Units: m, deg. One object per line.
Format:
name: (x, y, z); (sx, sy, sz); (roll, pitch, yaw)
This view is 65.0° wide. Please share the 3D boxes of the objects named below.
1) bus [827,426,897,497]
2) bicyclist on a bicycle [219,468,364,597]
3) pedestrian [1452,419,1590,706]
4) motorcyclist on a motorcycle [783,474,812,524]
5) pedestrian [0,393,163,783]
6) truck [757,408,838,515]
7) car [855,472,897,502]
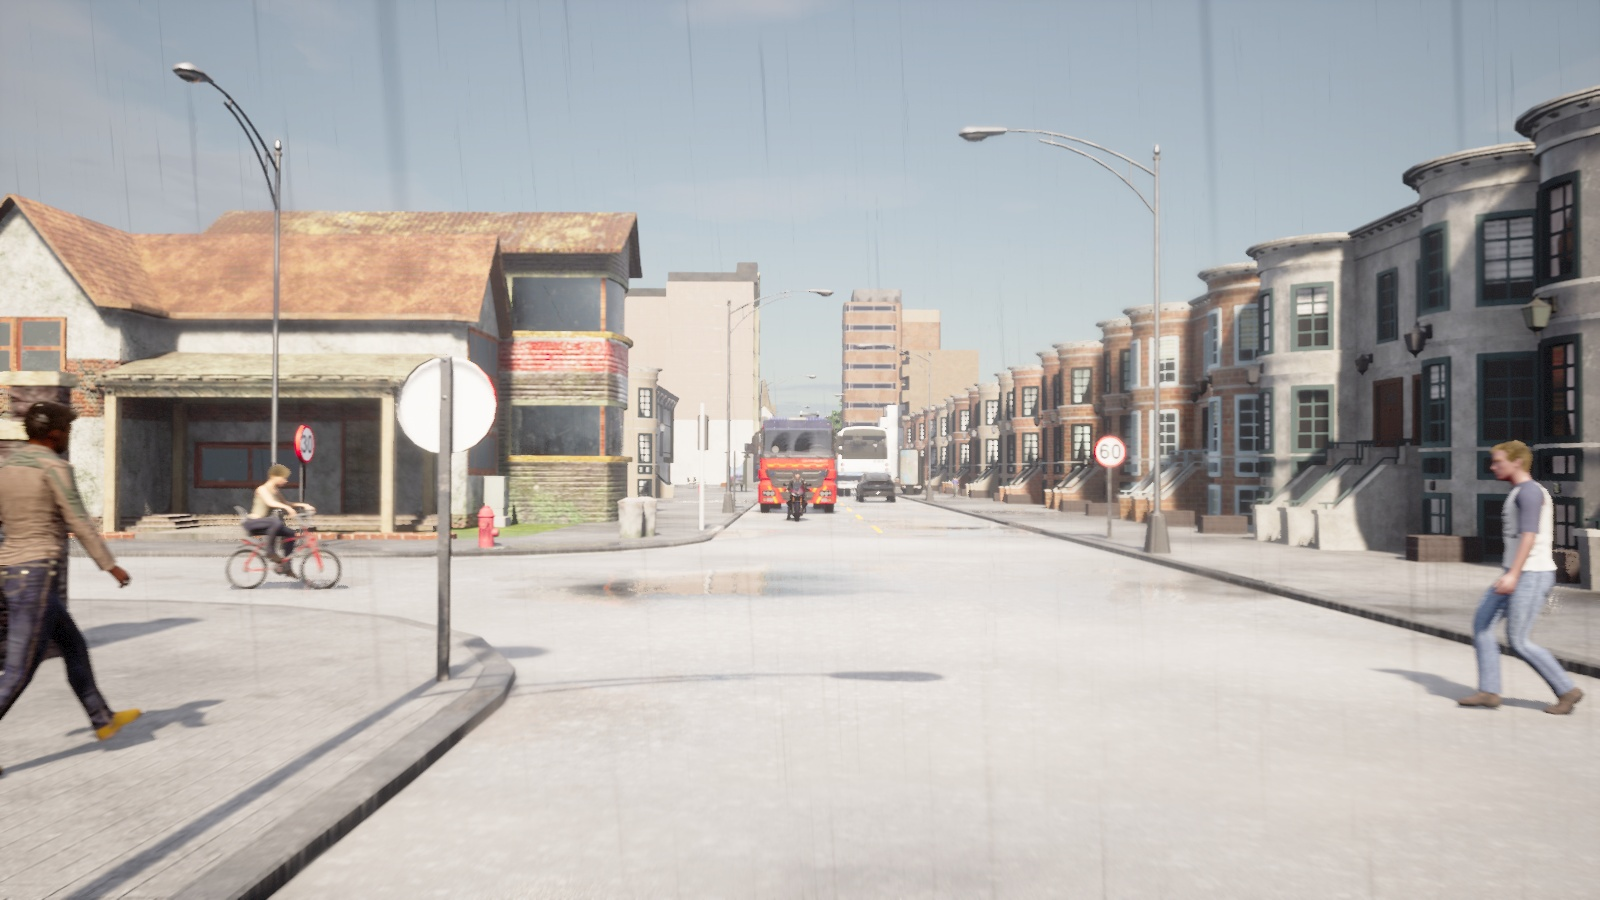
bus: (3.863, 0.775, 80.769); (3.944, 4.253, 10.273); (0, -1, 0)
bicyclist on a bicycle: (-6.536, 1.049, 16.206); (1.509, 1.612, 0.866); (0, -1, 0)
pedestrian: (4.755, 0.725, 8.309); (0.706, 1.836, 0.354); (-1, -1, 17)
motorcyclist on a motorcycle: (-0.073, 1.512, 39.544); (0.866, 1.530, 2.191); (0, -1, 0)
pedestrian: (-3.663, 0.643, 6.211); (0.328, 1.805, 0.869); (-1, -1, 29)
truck: (-0.094, 0.479, 49.475); (2.891, 3.827, 8.468); (0, -1, 0)
car: (3.890, 1.890, 64.888); (1.837, 1.490, 4.892); (0, -1, 0)
